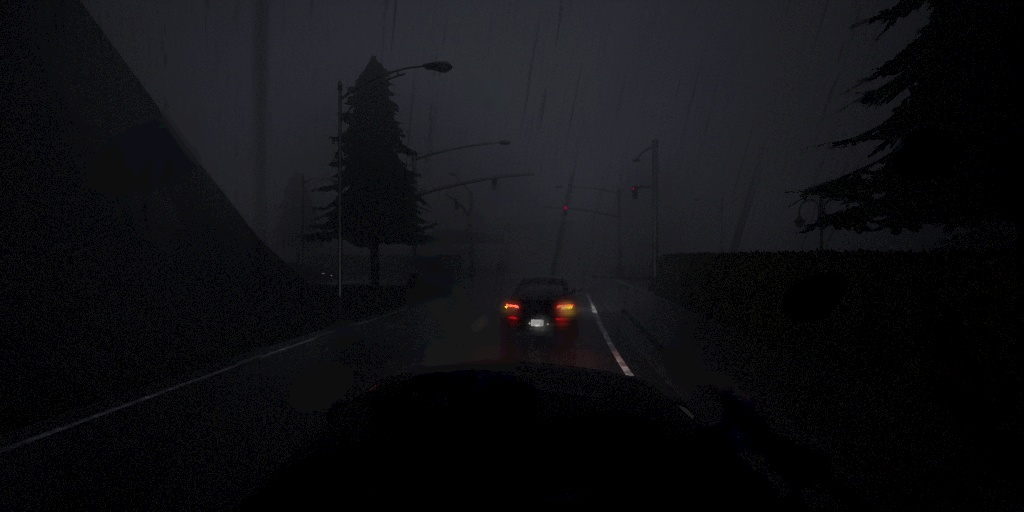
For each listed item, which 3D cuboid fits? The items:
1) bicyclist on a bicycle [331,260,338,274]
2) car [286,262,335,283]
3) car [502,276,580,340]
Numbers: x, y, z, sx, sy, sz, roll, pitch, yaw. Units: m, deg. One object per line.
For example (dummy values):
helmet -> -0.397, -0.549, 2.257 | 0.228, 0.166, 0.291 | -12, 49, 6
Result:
bicyclist on a bicycle -> -17.423, 1.203, 35.244 | 0.582, 1.620, 1.656 | 0, 0, 8
car -> -16.286, 1.255, 27.939 | 4.892, 1.490, 1.837 | 0, 0, 9
car -> 0.904, 1.276, 9.997 | 1.812, 1.442, 4.674 | 0, 0, 9
